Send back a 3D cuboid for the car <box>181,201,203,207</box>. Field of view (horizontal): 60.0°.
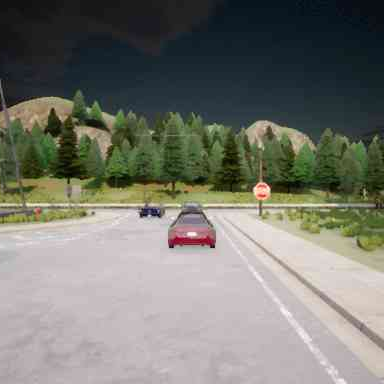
[{"bbox_3d":[0.000,1.532,29.650,1.812,1.442,4.674,0,0,0],"label":"car"}]

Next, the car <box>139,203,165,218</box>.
[{"bbox_3d":[-3.500,1.654,29.630,1.895,1.301,4.718,0,0,0],"label":"car"}]

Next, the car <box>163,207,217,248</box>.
[{"bbox_3d":[0.000,1.571,14.650,1.994,1.385,4.181,0,0,0],"label":"car"}]

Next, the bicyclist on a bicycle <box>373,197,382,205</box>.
[{"bbox_3d":[18.308,1.299,32.833,0.582,1.620,1.656,0,0,1],"label":"bicyclist on a bicycle"}]
